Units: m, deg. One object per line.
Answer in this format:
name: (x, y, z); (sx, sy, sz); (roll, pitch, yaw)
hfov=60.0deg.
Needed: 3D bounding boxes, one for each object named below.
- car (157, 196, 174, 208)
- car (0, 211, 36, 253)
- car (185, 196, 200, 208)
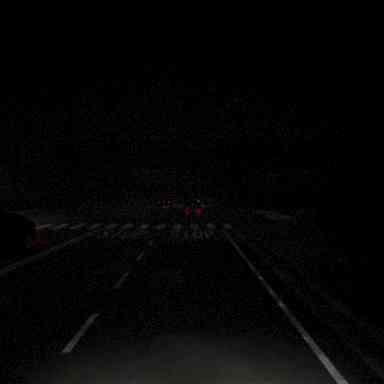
car: (-3.386, 1.265, 42.678); (2.033, 1.411, 5.357); (0, 0, 0)
car: (-7.013, 1.435, 11.071); (1.837, 1.490, 4.892); (0, 0, 1)
car: (0.104, 1.246, 43.341); (1.812, 1.442, 4.674); (0, 0, 0)
